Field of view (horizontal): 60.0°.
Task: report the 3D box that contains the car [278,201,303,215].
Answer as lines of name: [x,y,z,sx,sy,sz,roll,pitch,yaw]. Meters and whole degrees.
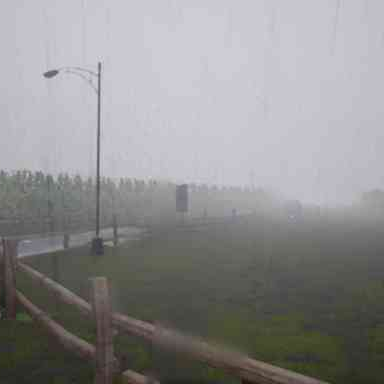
car: [14.675,2.325,49.440,2.150,2.045,5.566,0,-2,36]
